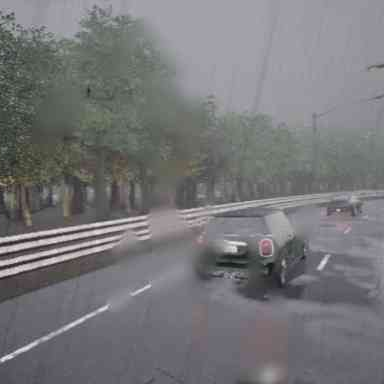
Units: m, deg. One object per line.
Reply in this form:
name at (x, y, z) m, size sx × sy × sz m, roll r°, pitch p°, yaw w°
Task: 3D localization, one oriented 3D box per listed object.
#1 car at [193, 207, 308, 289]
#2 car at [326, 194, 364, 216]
car at (1.816, 1.212, 9.157) m, size 2.097 × 1.767 × 4.553 m, roll -2°, pitch 0°, yaw 27°
car at (11.206, 0.914, 24.274) m, size 1.837 × 1.490 × 4.892 m, roll -2°, pitch 0°, yaw 36°
